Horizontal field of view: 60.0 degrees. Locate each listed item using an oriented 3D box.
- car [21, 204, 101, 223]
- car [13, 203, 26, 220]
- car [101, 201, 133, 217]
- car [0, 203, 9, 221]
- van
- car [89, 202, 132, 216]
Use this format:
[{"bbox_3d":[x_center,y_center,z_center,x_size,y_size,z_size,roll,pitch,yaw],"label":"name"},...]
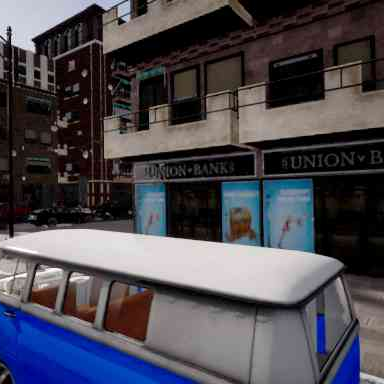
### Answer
[{"bbox_3d":[-8.697,1.592,22.367,1.947,1.339,4.313,-2,-1,36],"label":"car"},{"bbox_3d":[-15.467,1.621,27.309,1.967,1.590,4.097,-2,-1,36],"label":"car"},{"bbox_3d":[-7.846,1.690,33.359,1.837,1.490,4.892,-1,-1,36],"label":"car"},{"bbox_3d":[-15.618,1.646,22.265,2.033,1.411,5.357,-1,-1,32],"label":"car"},{"bbox_3d":[-0.527,1.343,3.227,3.998,1.788,1.690,0,-1,35],"label":"van"},{"bbox_3d":[-8.823,1.810,36.418,1.947,1.339,4.313,-2,-1,36],"label":"car"}]
